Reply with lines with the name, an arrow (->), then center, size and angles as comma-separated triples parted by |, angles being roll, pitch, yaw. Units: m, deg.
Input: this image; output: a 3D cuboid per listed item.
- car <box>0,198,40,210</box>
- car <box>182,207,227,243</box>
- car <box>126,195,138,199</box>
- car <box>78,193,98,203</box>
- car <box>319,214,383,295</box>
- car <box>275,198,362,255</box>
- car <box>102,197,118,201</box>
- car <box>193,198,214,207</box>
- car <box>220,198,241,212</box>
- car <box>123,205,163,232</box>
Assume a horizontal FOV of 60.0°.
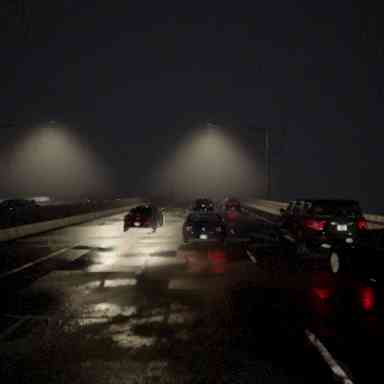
car -> -13.359, 1.282, 25.063 | 2.097, 1.767, 4.553 | 0, 0, 2
car -> 0.573, 1.609, 16.278 | 1.895, 1.301, 4.718 | 0, 0, 2
car -> -11.971, 1.444, 66.565 | 1.837, 1.490, 4.892 | 0, 0, 2
car -> -19.144, 1.124, 61.443 | 2.150, 2.045, 5.566 | 0, 0, 2
car -> 4.751, 1.508, 7.425 | 1.882, 1.535, 5.008 | 0, 0, 2
car -> 4.940, 1.256, 13.451 | 2.150, 2.045, 5.566 | 0, 0, 2
car -> -15.573, 1.526, 63.444 | 1.895, 1.301, 4.718 | 0, 0, 2
car -> 1.129, 1.369, 34.101 | 2.097, 1.767, 4.553 | 0, 0, 2
car -> 4.788, 1.541, 40.007 | 1.837, 1.490, 4.892 | 0, -1, 2
car -> -2.818, 1.516, 19.824 | 1.812, 1.442, 4.674 | 0, 0, 2
